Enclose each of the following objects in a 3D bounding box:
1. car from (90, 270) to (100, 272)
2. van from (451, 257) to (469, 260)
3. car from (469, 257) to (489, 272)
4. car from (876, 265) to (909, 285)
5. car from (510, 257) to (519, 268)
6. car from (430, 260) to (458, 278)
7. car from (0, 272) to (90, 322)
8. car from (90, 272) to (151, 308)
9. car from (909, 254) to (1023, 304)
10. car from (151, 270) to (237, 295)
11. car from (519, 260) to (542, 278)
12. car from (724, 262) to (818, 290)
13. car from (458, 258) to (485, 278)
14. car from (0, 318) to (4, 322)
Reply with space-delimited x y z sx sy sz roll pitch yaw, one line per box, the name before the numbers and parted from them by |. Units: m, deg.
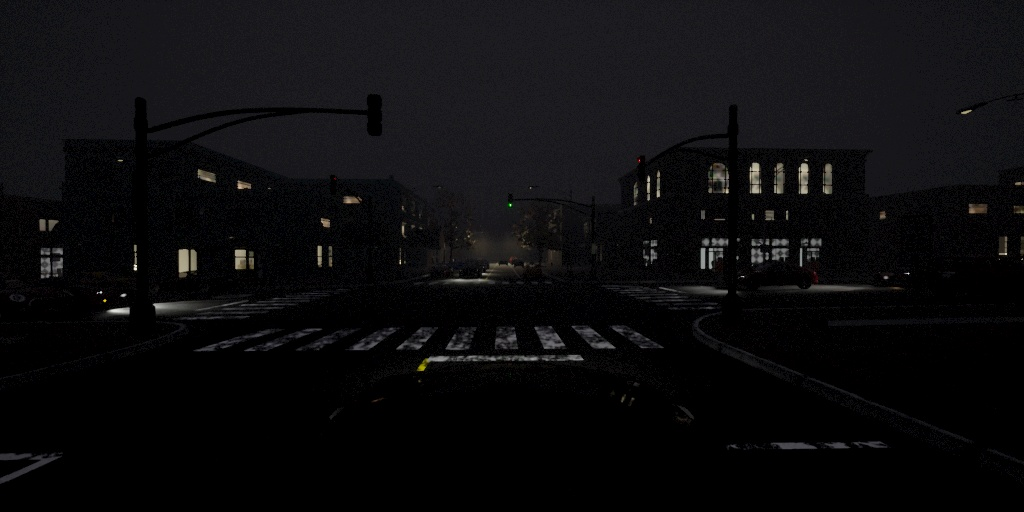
car | -24.496 1.504 20.828 4.829 1.417 1.751 0 0 -2
van | -6.773 1.090 44.671 1.690 1.789 3.998 0 0 -1
car | -4.178 1.226 44.448 1.882 1.535 5.008 0 0 -1
car | 23.529 0.920 20.315 4.902 1.511 2.128 -1 1 -2
car | 1.181 1.298 61.518 2.007 1.370 4.403 0 0 -1
car | -6.490 1.331 33.582 1.802 1.307 4.207 0 0 -1
car | -18.345 1.425 12.740 4.097 1.591 1.967 0 0 -2
car | -18.639 1.529 15.287 4.181 1.385 1.994 -1 1 -2
car | 19.643 0.844 14.357 5.009 1.841 2.192 0 0 -2
car | -18.677 1.477 21.080 4.313 1.339 1.948 0 0 -2
car | 1.883 1.275 33.966 1.751 1.417 4.829 0 0 -1
car | 14.307 1.066 19.915 4.674 1.442 1.812 -1 1 -2
car | -3.919 1.227 34.408 1.882 1.535 5.008 0 0 -2
car | -5.661 1.295 1.073 1.888 1.381 4.507 0 0 -1
